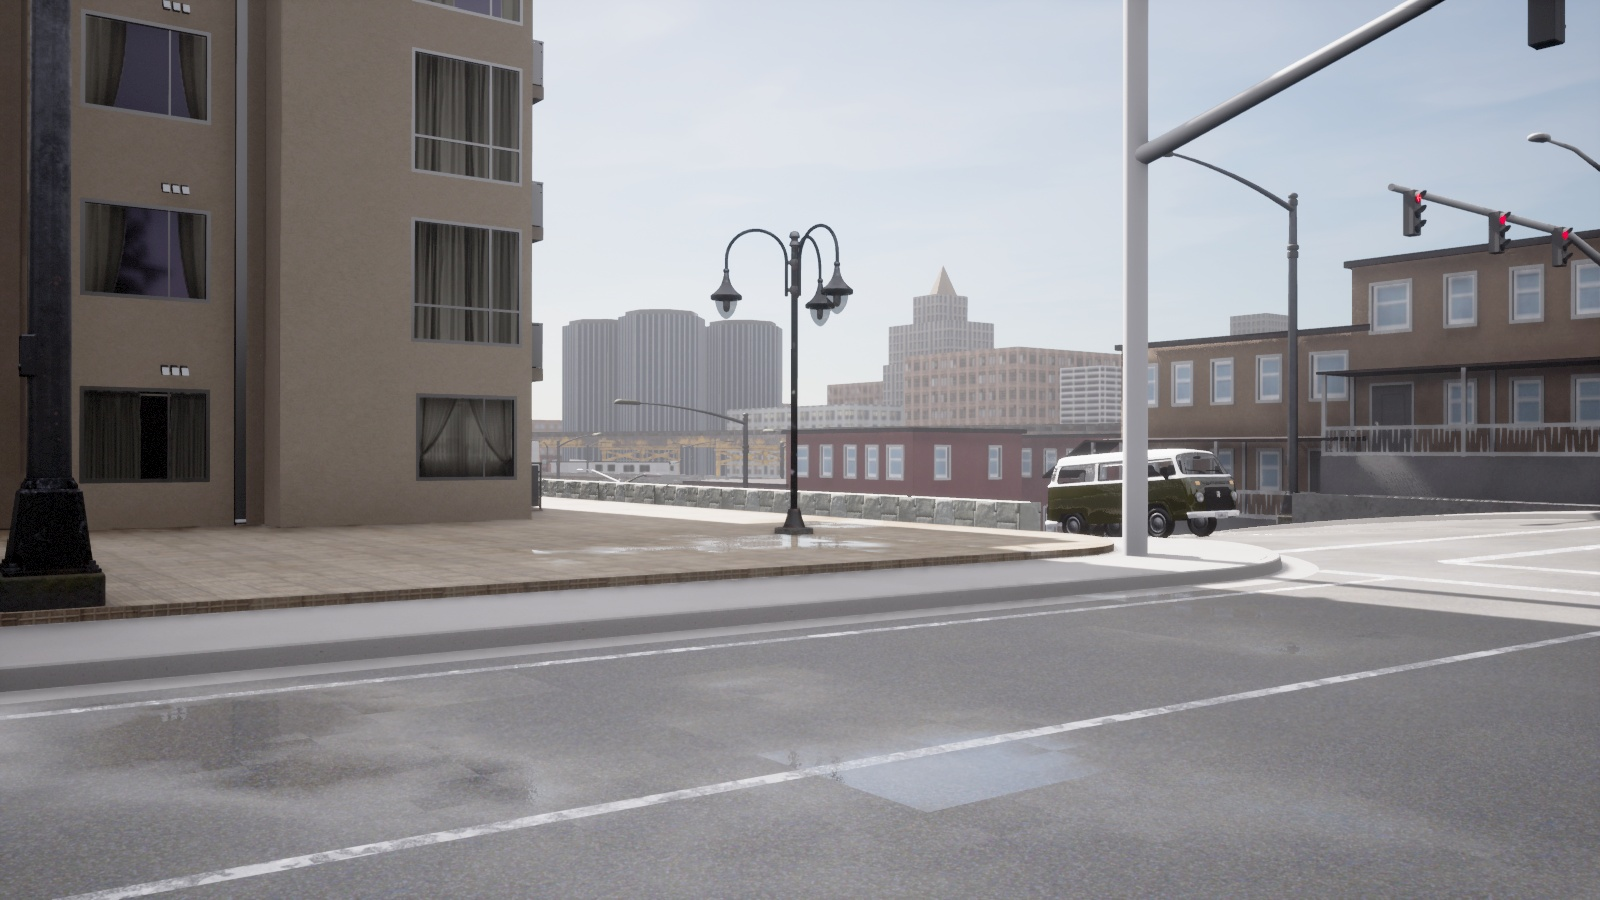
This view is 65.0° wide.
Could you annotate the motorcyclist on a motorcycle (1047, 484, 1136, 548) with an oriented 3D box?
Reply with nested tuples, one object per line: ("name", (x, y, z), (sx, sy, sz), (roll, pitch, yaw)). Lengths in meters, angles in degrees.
("motorcyclist on a motorcycle", (8.013, 1.831, 34.629), (0.866, 1.530, 2.191), (0, -9, -36))

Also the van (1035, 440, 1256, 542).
("van", (7.825, 0.996, 28.884), (2.069, 2.038, 4.480), (0, -5, -36))
